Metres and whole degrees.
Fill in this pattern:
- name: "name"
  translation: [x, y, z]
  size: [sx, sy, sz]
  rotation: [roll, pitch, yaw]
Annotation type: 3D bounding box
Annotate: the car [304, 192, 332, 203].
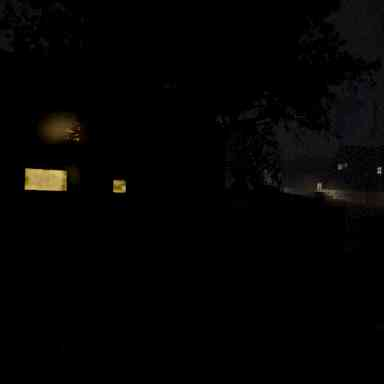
- name: "car"
  translation: [14.678, 0.687, 39.288]
  size: [2.033, 1.411, 5.357]
  rotation: [1, 2, -3]
